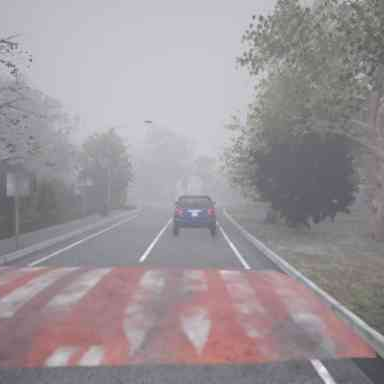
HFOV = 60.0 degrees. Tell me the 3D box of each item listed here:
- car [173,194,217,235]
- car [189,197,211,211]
[{"bbox_3d":[0.150,1.100,18.237,2.150,2.045,5.566,0,1,0],"label":"car"},{"bbox_3d":[0.968,1.244,37.036,2.033,1.411,5.357,0,-1,6],"label":"car"}]
